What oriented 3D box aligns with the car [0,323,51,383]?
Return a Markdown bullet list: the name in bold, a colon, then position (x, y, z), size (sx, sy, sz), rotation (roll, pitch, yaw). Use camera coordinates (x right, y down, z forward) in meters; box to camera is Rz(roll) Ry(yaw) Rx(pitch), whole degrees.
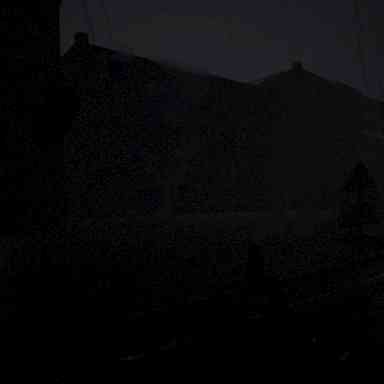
- **car**: position (-3.135, 1.506, 1.251), size (4.892, 1.490, 1.837), rotation (0, 0, -35)
